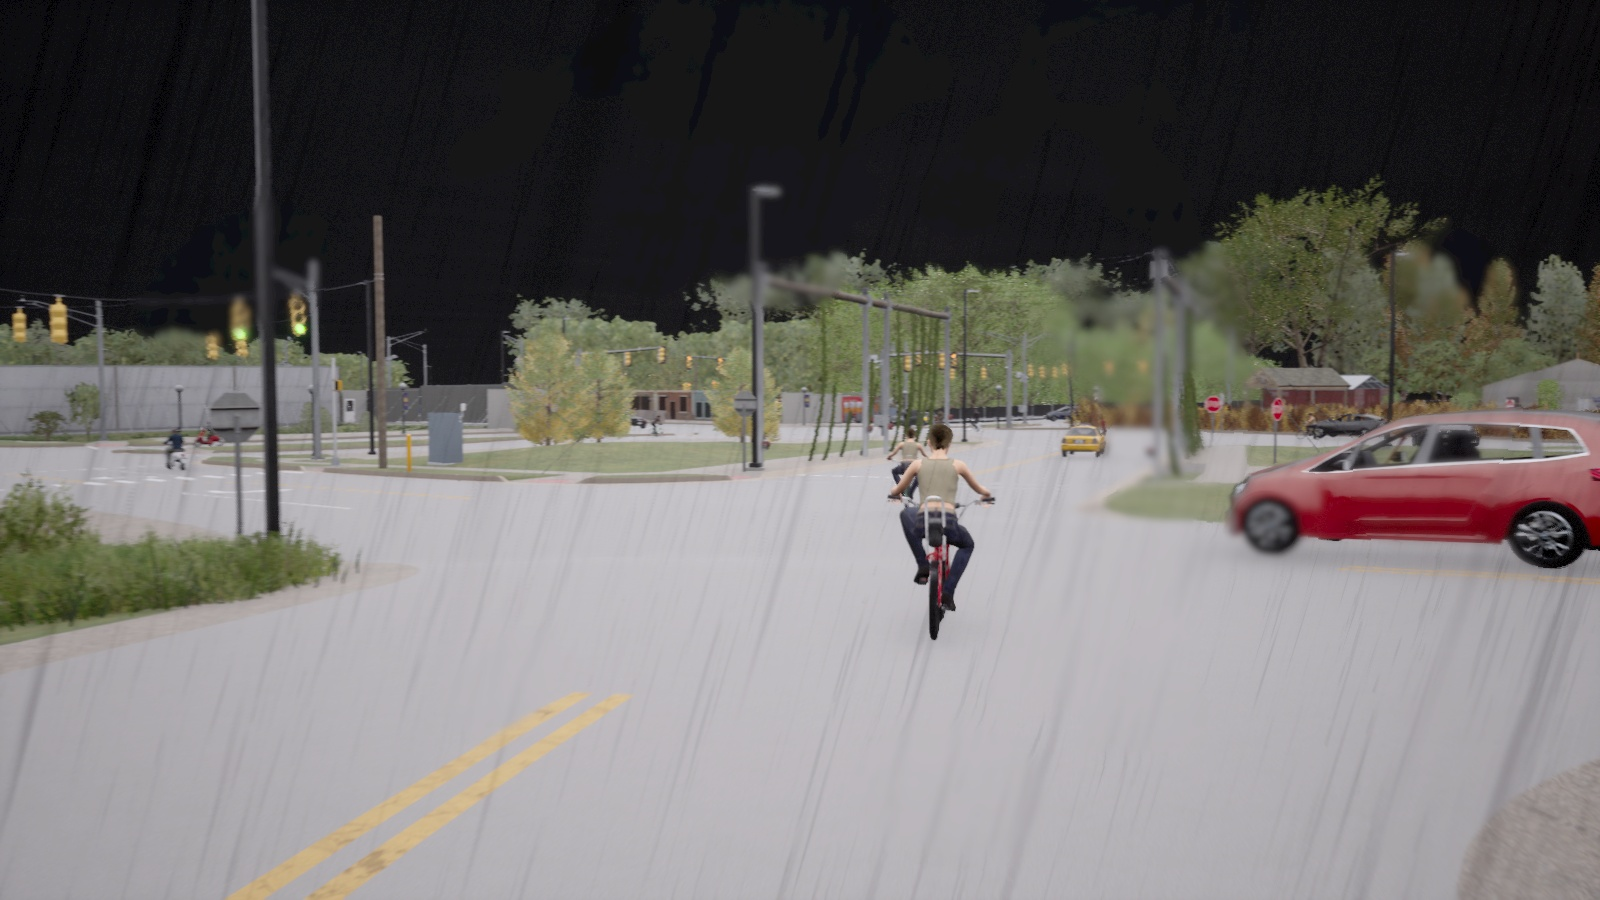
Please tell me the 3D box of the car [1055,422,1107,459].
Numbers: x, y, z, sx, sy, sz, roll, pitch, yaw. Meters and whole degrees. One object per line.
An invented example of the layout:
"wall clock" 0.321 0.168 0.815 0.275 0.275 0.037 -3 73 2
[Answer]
"car" 13.160 -0.483 58.571 1.801 1.575 5.366 1 2 18

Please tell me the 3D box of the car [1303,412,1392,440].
"car" 33.295 -1.461 76.431 2.007 1.525 4.514 -3 4 -41

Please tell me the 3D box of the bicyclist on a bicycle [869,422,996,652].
"bicyclist on a bicycle" 1.057 0.602 9.709 0.866 1.612 1.509 1 2 9

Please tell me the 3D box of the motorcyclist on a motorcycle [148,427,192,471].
"motorcyclist on a motorcycle" -23.837 -0.040 47.510 1.817 1.590 0.866 1 3 44

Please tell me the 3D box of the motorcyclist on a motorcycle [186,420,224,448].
"motorcyclist on a motorcycle" -35.059 -0.982 74.003 0.866 1.590 1.817 2 3 39

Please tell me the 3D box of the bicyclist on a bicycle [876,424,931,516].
"bicyclist on a bicycle" 1.941 0.406 23.723 0.866 1.612 1.509 5 -3 4

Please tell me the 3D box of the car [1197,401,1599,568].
"car" 7.393 0.334 14.802 4.611 1.667 2.242 -1 2 43
